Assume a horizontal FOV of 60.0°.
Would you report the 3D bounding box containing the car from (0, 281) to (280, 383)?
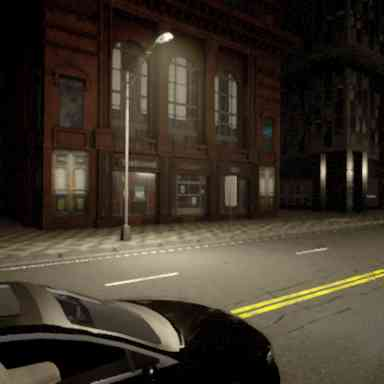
[{"bbox_3d":[-1.400,1.493,2.442,4.902,1.511,2.128,0,0,-35],"label":"car"}]
